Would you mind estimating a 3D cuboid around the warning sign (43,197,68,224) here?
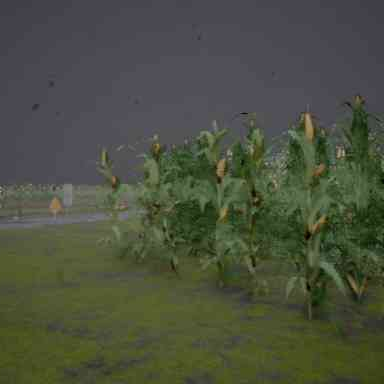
[{"bbox_3d":[-9.789,1.288,23.830,1.300,1.860,1.060,0,0,29],"label":"warning sign"}]
